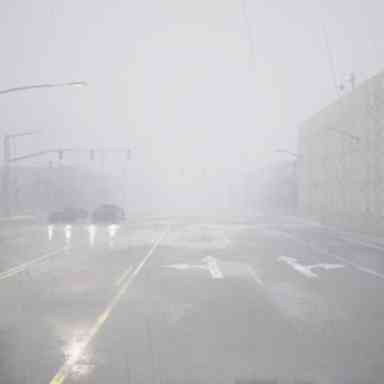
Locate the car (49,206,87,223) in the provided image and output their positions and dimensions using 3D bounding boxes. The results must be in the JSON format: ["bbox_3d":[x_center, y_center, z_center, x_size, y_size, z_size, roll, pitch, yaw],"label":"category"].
[{"bbox_3d":[-10.510,1.868,28.625,1.895,1.301,4.718,0,-1,0],"label":"car"}]

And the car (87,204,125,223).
[{"bbox_3d":[-7.015,1.743,28.248,1.882,1.535,5.008,0,-1,0],"label":"car"}]

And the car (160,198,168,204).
[{"bbox_3d":[-7.024,2.275,83.106,1.837,1.490,4.892,0,-1,0],"label":"car"}]
